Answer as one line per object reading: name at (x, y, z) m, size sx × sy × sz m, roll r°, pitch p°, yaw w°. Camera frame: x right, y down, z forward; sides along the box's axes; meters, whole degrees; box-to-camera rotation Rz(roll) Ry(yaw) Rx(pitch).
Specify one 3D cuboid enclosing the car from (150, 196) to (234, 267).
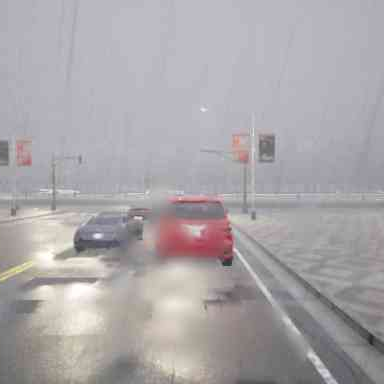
car at (0.093, 1.135, 11.150) m, size 2.150 × 2.045 × 5.566 m, roll 0°, pitch 0°, yaw 0°

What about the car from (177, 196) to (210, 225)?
car at (0.093, 1.175, 23.197) m, size 2.097 × 1.767 × 4.553 m, roll 0°, pitch 0°, yaw 0°

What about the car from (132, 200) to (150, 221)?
car at (-3.161, 1.331, 22.674) m, size 1.837 × 1.490 × 4.892 m, roll 0°, pitch 0°, yaw 0°

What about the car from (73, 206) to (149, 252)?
car at (-3.168, 1.460, 13.408) m, size 1.994 × 1.385 × 4.181 m, roll 0°, pitch 0°, yaw 2°
